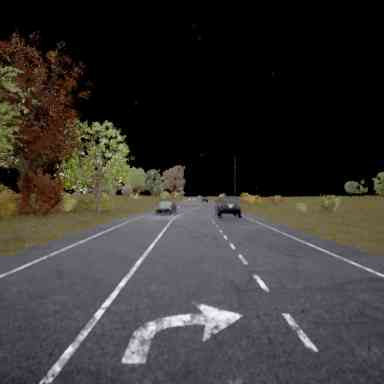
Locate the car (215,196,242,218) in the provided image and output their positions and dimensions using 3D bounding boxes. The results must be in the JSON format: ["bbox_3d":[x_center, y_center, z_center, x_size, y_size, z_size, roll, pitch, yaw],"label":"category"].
[{"bbox_3d":[3.495,1.447,32.679,2.150,2.045,5.566,0,0,0],"label":"car"}]

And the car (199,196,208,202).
[{"bbox_3d":[3.490,2.158,94.444,1.837,1.490,4.892,0,0,0],"label":"car"}]

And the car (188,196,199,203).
[{"bbox_3d":[-0.009,1.946,84.367,2.097,1.767,4.553,0,0,0],"label":"car"}]

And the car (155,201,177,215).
[{"bbox_3d":[-2.879,1.752,37.749,1.882,1.535,5.008,0,0,5],"label":"car"}]
